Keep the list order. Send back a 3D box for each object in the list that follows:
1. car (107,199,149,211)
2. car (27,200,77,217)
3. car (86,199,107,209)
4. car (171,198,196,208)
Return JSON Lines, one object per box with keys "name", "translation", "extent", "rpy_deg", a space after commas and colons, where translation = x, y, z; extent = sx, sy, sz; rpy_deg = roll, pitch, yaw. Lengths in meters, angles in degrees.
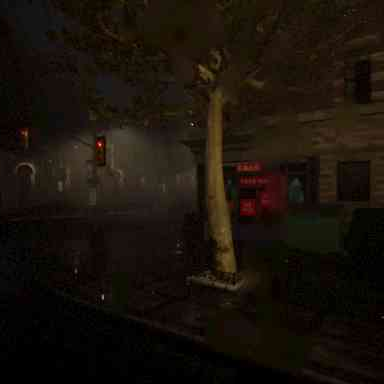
{"name": "car", "translation": [-7.466, 1.601, 40.018], "extent": [1.895, 1.301, 4.718], "rpy_deg": [0, 0, 36]}
{"name": "car", "translation": [-13.359, 1.526, 31.940], "extent": [1.812, 1.442, 4.674], "rpy_deg": [0, 0, 36]}
{"name": "car", "translation": [-11.944, 1.595, 45.158], "extent": [1.895, 1.301, 4.718], "rpy_deg": [0, 0, 36]}
{"name": "car", "translation": [-1.394, 1.547, 48.297], "extent": [2.033, 1.411, 5.357], "rpy_deg": [0, 0, 36]}
